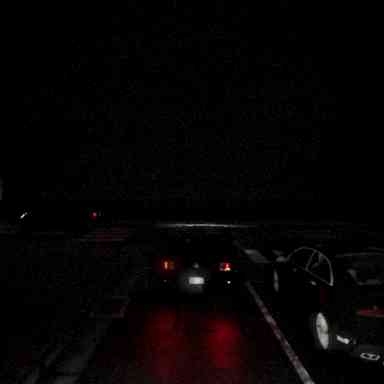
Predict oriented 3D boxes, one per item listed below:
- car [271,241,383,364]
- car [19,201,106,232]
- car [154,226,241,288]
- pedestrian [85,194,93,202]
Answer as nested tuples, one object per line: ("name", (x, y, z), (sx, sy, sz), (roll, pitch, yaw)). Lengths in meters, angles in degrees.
("car", (2.621, 1.554, 5.898), (2.008, 1.369, 4.403), (-1, 0, 0))
("car", (-7.421, 1.292, 19.174), (4.553, 1.767, 2.097), (0, 1, 0))
("car", (0.323, 1.605, 9.309), (1.895, 1.301, 4.718), (0, 0, 6))
("pedestrian", (-6.883, 1.022, 22.078), (0.375, 1.860, 0.375), (0, 1, 0))
